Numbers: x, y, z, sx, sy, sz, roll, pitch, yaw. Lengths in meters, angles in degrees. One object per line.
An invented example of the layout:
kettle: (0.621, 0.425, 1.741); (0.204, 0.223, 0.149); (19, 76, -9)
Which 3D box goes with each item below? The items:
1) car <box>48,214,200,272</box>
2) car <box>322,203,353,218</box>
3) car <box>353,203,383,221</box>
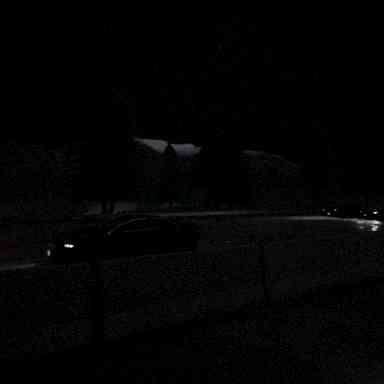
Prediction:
car: (-2.041, 1.497, 10.885); (4.902, 1.511, 2.128); (0, 0, -33)
car: (14.879, 1.766, 32.153); (4.718, 1.301, 1.895); (0, 0, -24)
car: (16.842, 1.699, 29.191); (4.674, 1.442, 1.812); (0, 0, -24)
